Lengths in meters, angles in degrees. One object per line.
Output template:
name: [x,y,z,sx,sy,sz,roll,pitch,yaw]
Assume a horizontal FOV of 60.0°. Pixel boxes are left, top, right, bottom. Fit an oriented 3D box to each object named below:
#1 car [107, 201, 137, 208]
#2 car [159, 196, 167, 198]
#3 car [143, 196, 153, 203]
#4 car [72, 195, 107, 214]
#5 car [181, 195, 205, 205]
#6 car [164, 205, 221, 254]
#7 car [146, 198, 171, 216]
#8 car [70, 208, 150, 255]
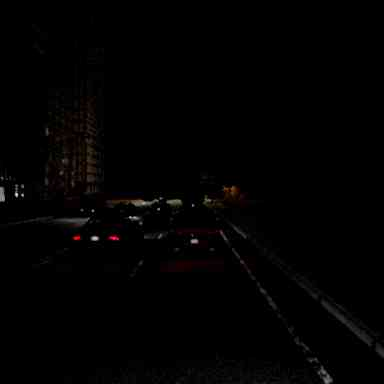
car: [-6.606,1.625,32.704,1.994,1.385,4.181,0,0,0]
car: [-6.520,1.600,74.250,2.033,1.411,5.357,0,0,0]
car: [-9.770,1.585,74.249,2.128,1.511,4.902,0,0,0]
car: [-9.858,1.285,32.602,2.150,2.045,5.566,0,0,0]
car: [0.090,1.282,32.154,2.150,2.045,5.566,0,0,0]
car: [0.088,1.503,13.647,1.882,1.535,5.008,0,0,0]
car: [-3.162,1.627,33.830,1.994,1.385,4.181,0,0,0]
car: [-3.158,1.572,13.348,2.033,1.411,5.357,0,0,0]
